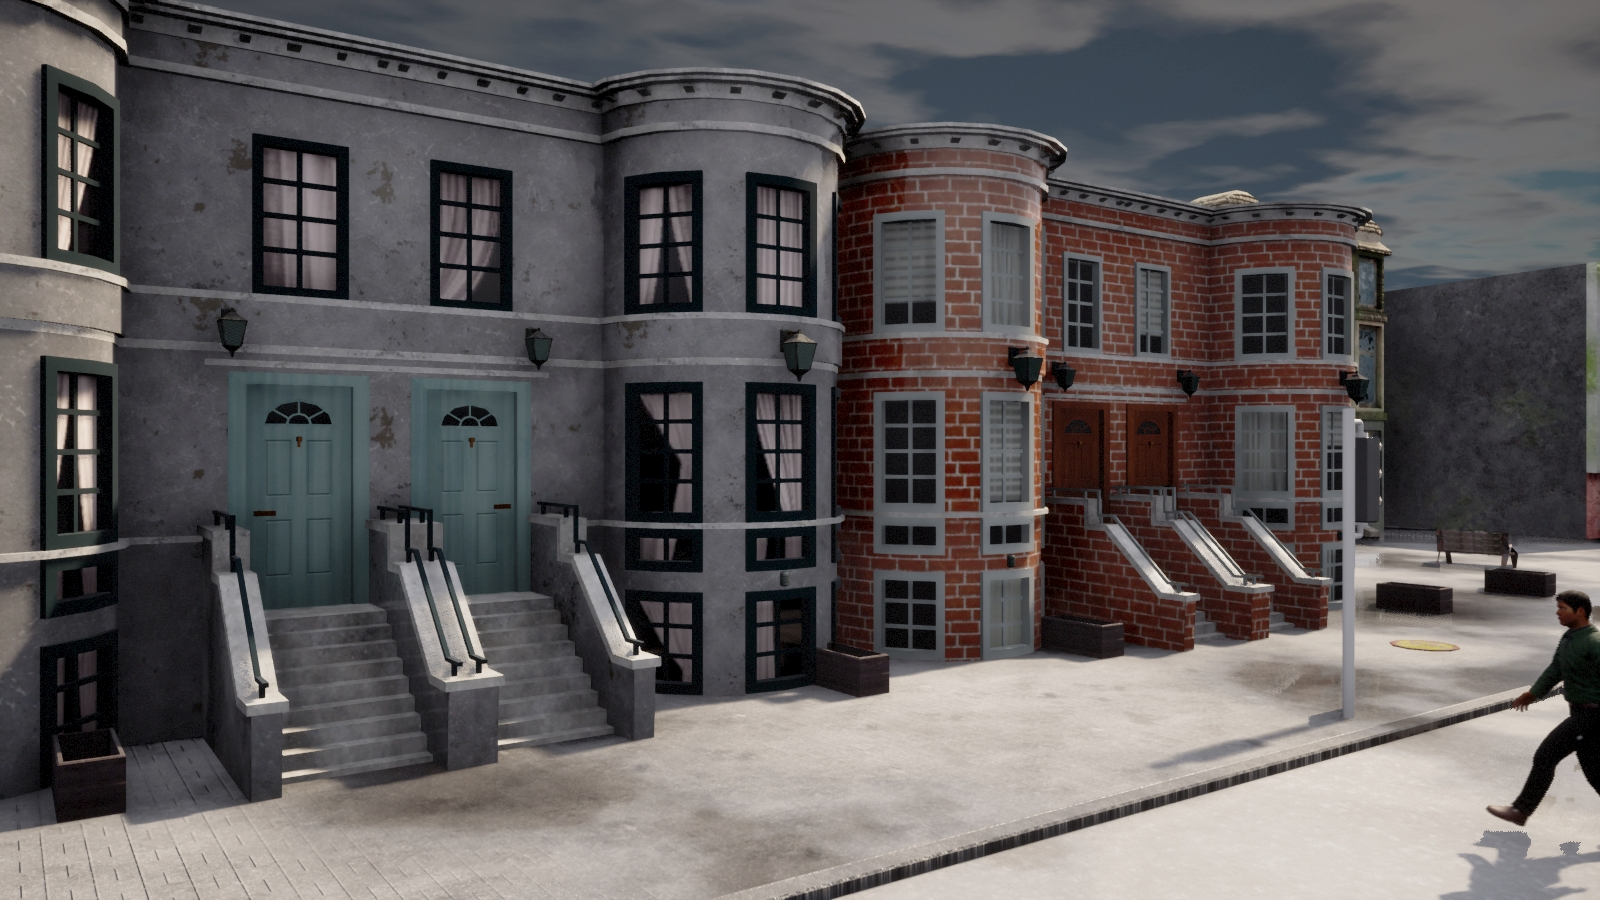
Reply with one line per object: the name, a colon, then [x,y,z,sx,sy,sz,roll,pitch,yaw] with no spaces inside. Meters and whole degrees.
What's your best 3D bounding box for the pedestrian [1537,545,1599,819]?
pedestrian: [5.511,1.629,8.125,0.375,1.860,0.375,0,0,19]
